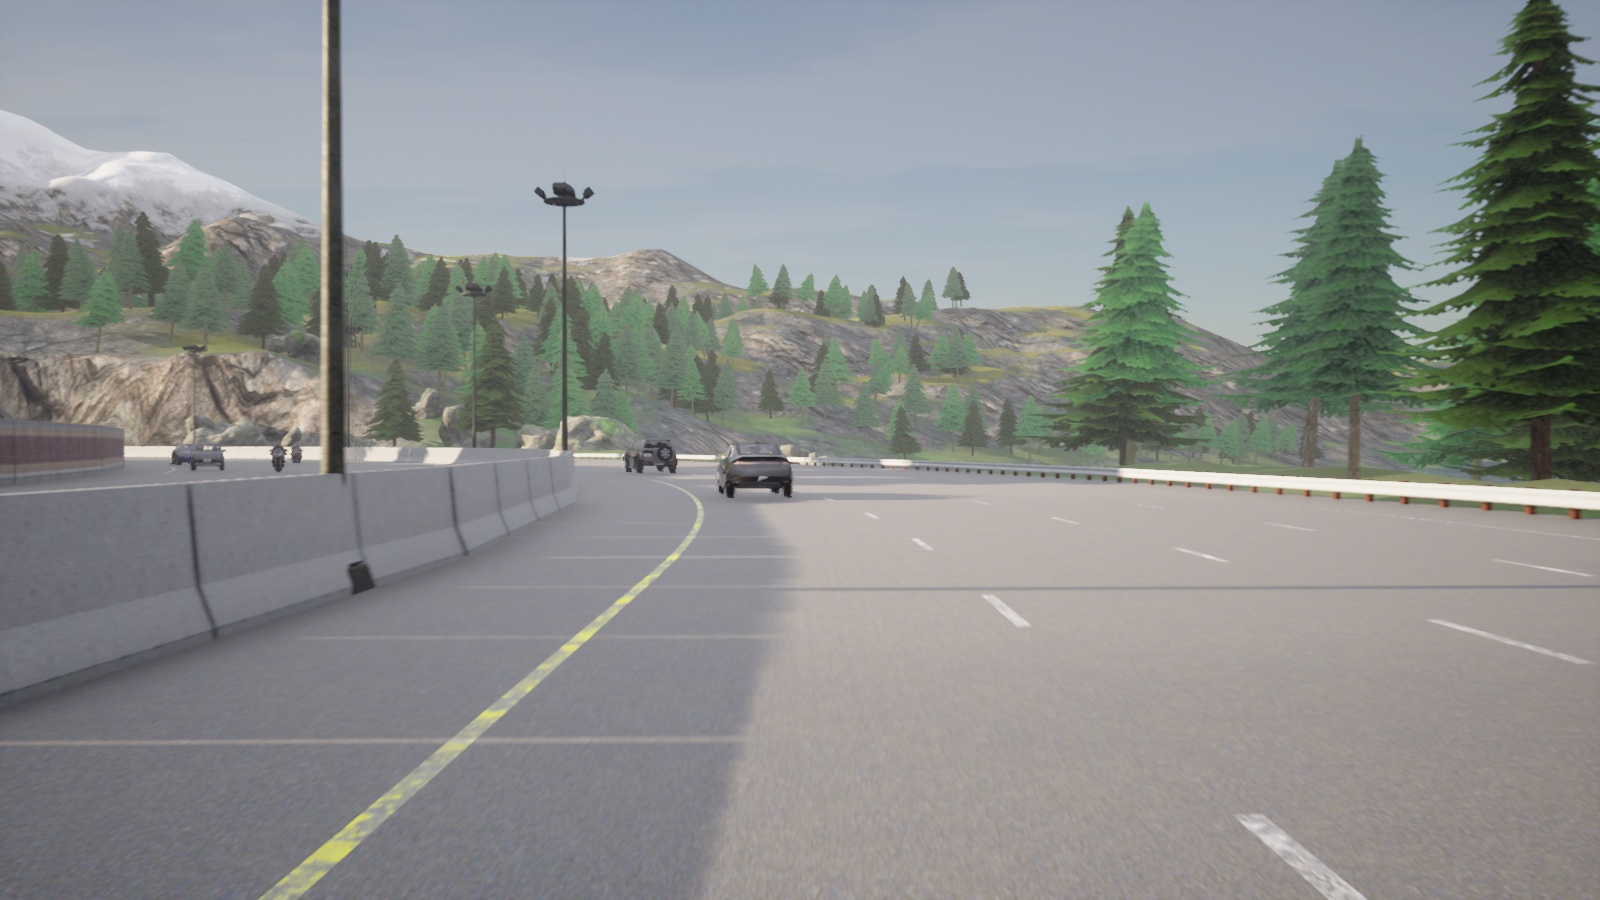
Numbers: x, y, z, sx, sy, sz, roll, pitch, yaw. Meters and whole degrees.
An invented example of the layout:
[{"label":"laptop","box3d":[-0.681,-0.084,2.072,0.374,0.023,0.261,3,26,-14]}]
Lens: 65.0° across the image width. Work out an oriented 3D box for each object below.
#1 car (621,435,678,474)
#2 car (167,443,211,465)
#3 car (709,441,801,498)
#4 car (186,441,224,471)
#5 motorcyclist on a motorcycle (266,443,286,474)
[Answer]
[{"label":"car","box3d":[-7.528,0.209,62.362,1.932,1.855,4.605,0,0,-18]},{"label":"car","box3d":[-41.786,0.234,85.811,2.163,1.488,4.792,0,0,-33]},{"label":"car","box3d":[-1.367,0.503,35.711,2.128,1.511,4.902,0,0,-8]},{"label":"car","box3d":[-32.484,0.316,68.662,1.789,1.549,3.705,0,0,-24]},{"label":"motorcyclist on a motorcycle","box3d":[-26.538,0.405,63.659,0.866,1.530,2.191,-1,1,-21]}]
